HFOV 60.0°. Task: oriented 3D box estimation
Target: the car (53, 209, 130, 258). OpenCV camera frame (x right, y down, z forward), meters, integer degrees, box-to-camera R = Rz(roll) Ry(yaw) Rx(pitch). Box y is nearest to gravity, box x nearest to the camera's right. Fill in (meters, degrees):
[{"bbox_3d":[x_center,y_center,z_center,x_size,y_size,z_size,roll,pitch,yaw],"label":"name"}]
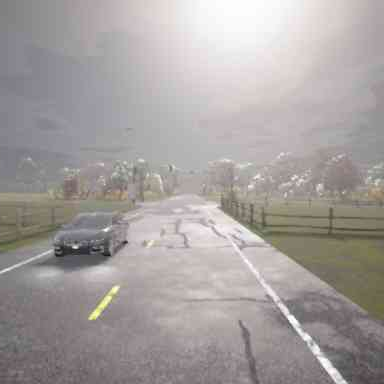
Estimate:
[{"bbox_3d":[-3.603,1.461,12.705,1.837,1.490,4.892,0,0,0],"label":"car"}]
